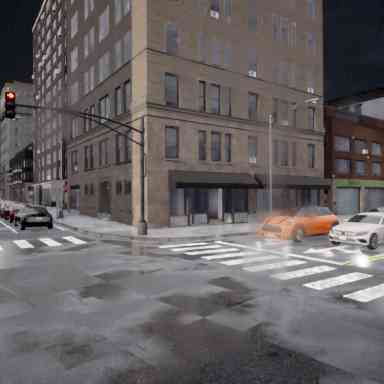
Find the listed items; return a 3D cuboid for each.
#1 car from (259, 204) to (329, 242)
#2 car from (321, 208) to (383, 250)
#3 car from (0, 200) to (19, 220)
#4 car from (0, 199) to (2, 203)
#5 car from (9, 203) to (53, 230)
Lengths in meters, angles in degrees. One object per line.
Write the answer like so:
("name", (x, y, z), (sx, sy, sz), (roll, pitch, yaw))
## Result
("car", (5.607, 1.504, 17.260), (4.553, 1.767, 2.097), (0, -1, -35))
("car", (8.179, 1.651, 15.077), (4.674, 1.442, 1.812), (0, -1, -34))
("car", (-13.123, 1.546, 25.401), (1.887, 1.381, 4.507), (1, 0, -35))
("car", (-16.274, 1.552, 29.946), (2.008, 1.369, 4.403), (1, 0, -35))
("car", (-9.973, 1.568, 20.855), (1.947, 1.339, 4.313), (1, 0, -35))
